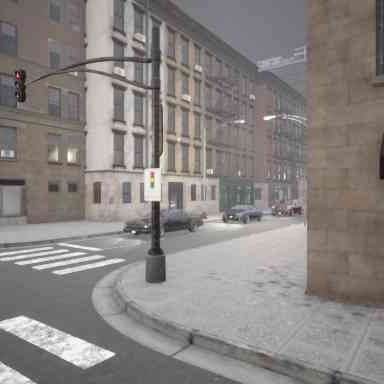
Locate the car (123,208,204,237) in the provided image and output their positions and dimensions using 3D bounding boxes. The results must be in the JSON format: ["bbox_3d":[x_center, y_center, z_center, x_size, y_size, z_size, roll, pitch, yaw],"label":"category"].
[{"bbox_3d":[-1.383,1.630,18.857,2.033,1.411,5.357,0,0,35],"label":"car"}]

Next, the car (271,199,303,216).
[{"bbox_3d":[9.985,1.538,34.785,2.097,1.767,4.553,0,0,35],"label":"car"}]

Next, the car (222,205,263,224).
[{"bbox_3d":[4.069,1.696,26.499,1.994,1.385,4.181,0,0,36],"label":"car"}]
